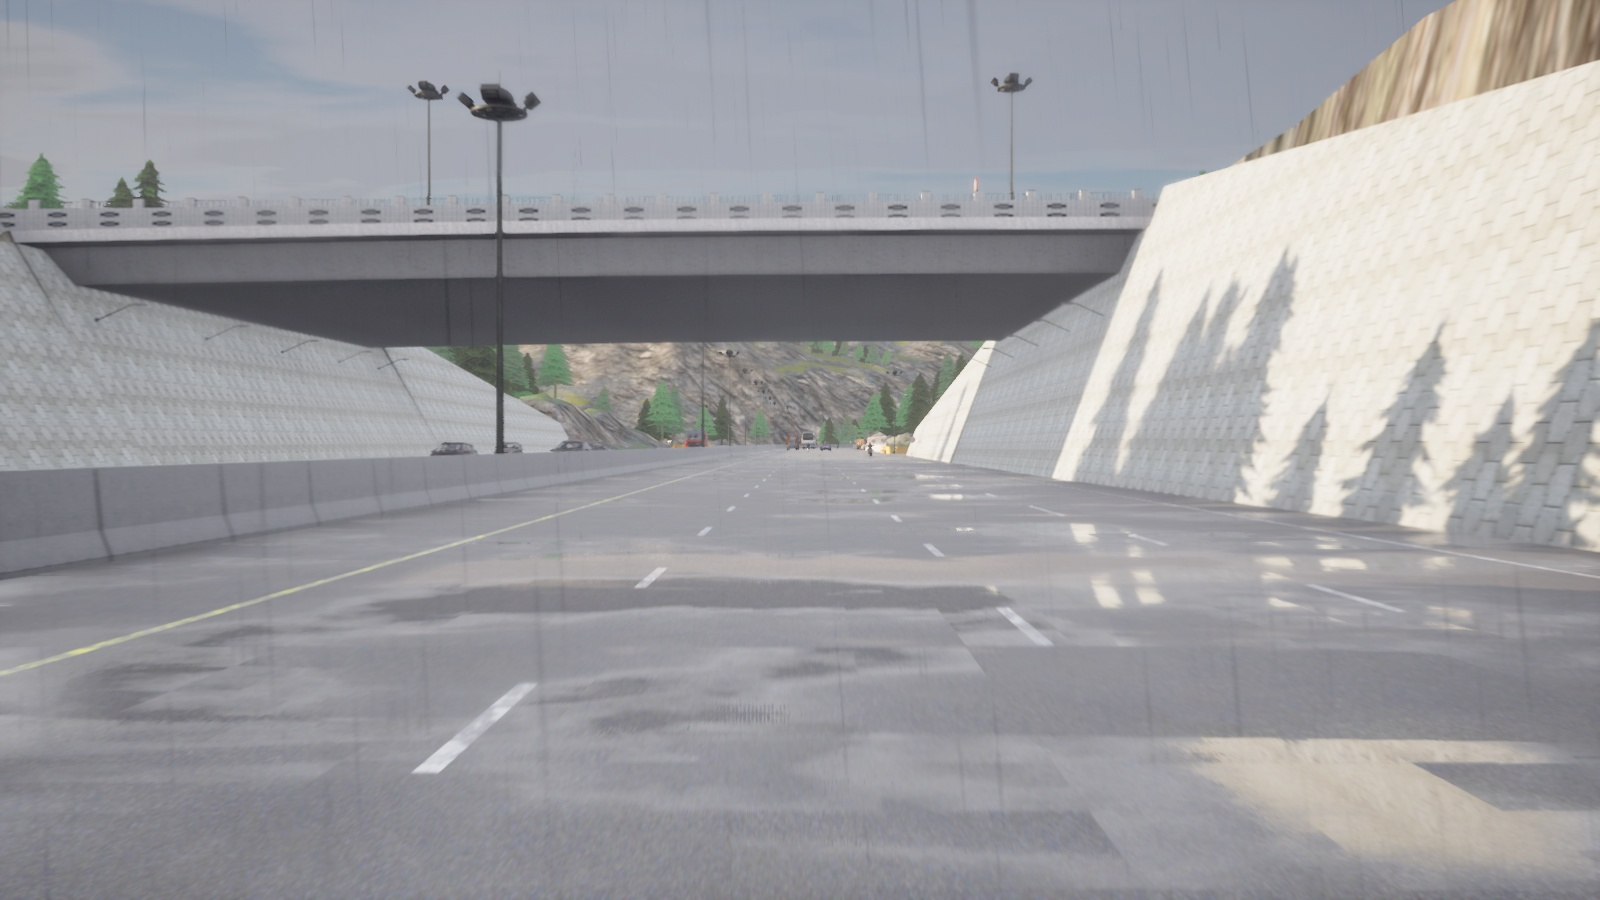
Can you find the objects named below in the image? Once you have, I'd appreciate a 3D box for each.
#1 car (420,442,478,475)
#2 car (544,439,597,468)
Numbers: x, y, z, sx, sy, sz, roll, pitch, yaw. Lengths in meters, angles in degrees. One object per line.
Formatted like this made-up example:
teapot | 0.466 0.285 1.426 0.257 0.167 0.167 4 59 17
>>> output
car | -17.134 0.386 61.482 1.789 1.549 3.705 0 0 0
car | -13.560 0.187 74.406 2.242 1.667 4.611 0 0 0
